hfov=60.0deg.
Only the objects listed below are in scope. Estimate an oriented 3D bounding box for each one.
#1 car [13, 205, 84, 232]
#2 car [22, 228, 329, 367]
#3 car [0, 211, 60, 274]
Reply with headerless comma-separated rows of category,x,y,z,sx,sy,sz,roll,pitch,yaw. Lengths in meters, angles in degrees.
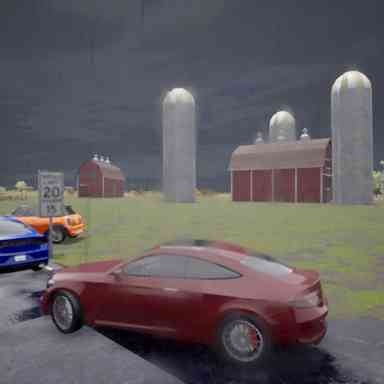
car,-7.528,1.370,15.523,4.553,1.767,2.097,0,0,-1
car,-0.252,1.530,5.530,4.674,1.442,1.812,0,0,20
car,-6.074,1.480,9.891,5.008,1.535,1.882,0,0,42
